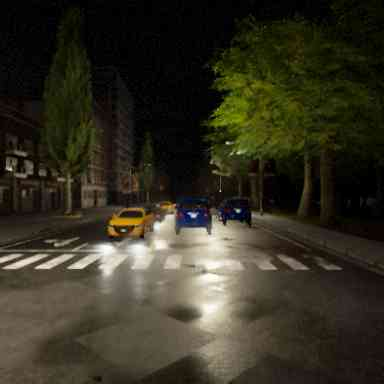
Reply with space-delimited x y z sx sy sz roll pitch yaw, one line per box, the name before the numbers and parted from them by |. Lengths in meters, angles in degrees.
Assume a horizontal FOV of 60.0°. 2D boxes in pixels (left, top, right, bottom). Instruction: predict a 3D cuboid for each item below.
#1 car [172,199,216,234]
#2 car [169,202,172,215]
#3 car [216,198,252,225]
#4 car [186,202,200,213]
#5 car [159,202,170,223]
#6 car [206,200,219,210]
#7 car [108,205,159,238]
car | 0.091 1.452 20.996 2.150 2.045 5.566 0 -1 0
car | -3.313 1.951 41.222 1.882 1.535 5.008 0 -1 0
car | 3.338 1.517 26.658 2.150 2.045 5.566 0 -1 0
car | 0.080 2.151 47.125 1.895 1.301 4.718 0 -1 0
car | -3.334 1.871 29.036 2.033 1.411 5.357 0 -1 0
car | 3.327 2.161 55.018 1.837 1.490 4.892 0 -1 0
car | -3.333 1.688 19.143 1.882 1.535 5.008 0 -1 2
